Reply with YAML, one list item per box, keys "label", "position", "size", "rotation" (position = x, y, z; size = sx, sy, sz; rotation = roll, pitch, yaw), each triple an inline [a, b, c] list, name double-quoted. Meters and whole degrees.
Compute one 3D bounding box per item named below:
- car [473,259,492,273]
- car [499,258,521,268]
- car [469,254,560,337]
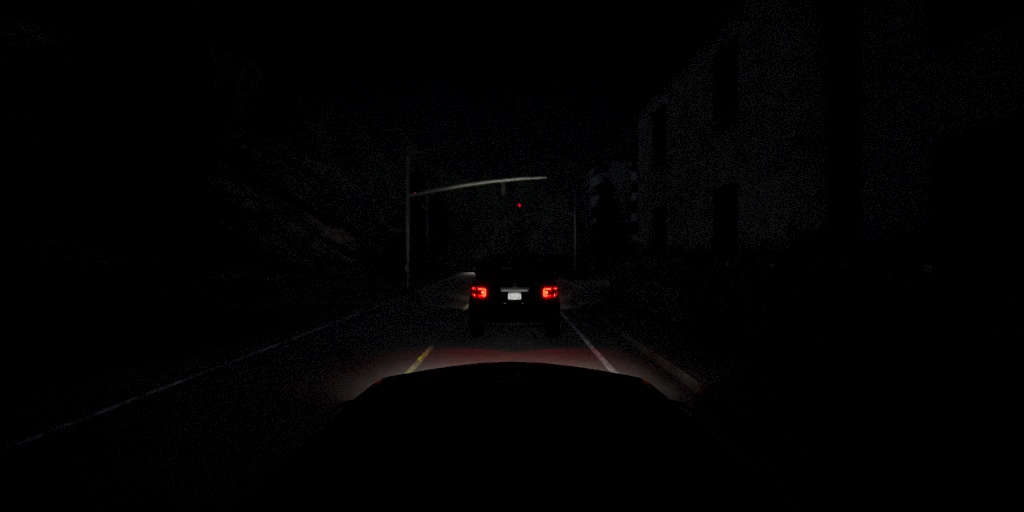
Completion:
- label: "car"
  position: [-3.557, 1.217, 44.037]
  size: [1.837, 1.490, 4.892]
  rotation: [0, 1, 1]
- label: "car"
  position: [-0.298, 1.176, 62.328]
  size: [1.882, 1.535, 5.008]
  rotation: [0, 0, 26]
- label: "car"
  position: [0.063, 0.964, 10.403]
  size: [2.150, 2.045, 5.566]
  rotation: [0, 0, 0]
